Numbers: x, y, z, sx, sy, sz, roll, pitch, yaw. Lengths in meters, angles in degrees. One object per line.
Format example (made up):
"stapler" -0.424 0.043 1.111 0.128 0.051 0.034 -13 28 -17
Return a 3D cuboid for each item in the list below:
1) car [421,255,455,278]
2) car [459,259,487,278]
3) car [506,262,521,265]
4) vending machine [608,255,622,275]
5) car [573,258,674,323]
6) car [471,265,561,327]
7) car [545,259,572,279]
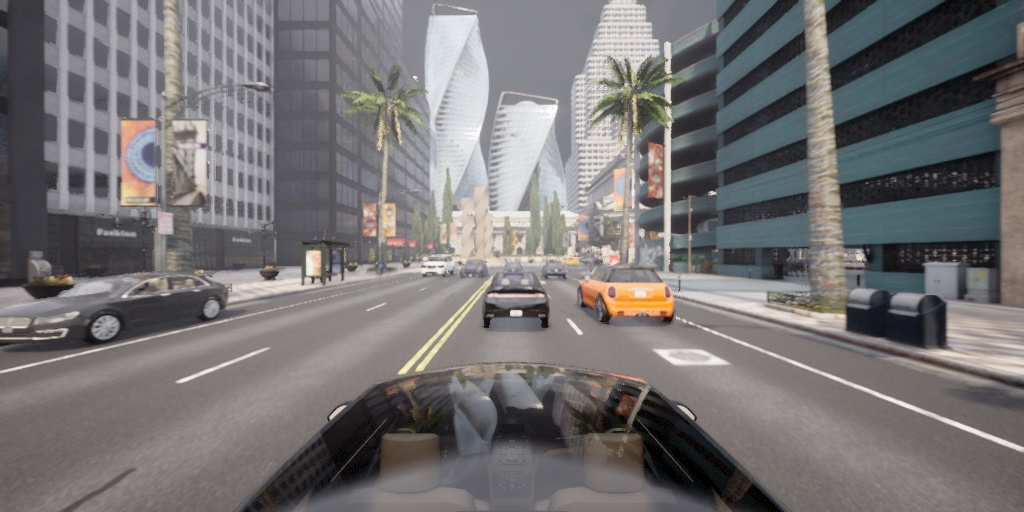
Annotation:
"car" -6.904 0.902 33.932 2.150 2.045 5.566 0 0 2
"car" -3.391 1.036 32.375 2.097 1.767 4.553 0 0 2
"car" 0.136 1.233 31.827 2.033 1.411 5.357 0 0 1
"vending machine" 11.765 0.861 41.317 1.100 2.100 0.880 0 0 15
"car" 3.605 1.080 12.180 2.097 1.767 4.553 0 0 0
"car" 0.104 1.221 11.457 2.128 1.511 4.902 0 0 0
"car" 3.635 1.233 31.770 2.033 1.411 5.357 0 0 1
